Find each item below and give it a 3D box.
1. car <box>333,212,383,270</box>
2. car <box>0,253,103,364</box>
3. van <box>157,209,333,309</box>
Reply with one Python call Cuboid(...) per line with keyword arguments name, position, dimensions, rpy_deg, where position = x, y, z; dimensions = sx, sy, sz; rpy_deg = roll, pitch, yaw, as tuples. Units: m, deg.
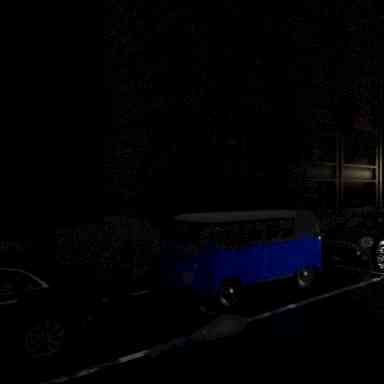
Cuboid(name="car", position=(5.796, 1.395, 10.778), dimensions=(4.097, 1.590, 1.967), rpy_deg=(0, 0, -35))
Cuboid(name="car", position=(-3.384, 1.552, 4.236), dimensions=(4.403, 1.369, 2.008), rpy_deg=(0, 0, -35))
Cuboid(name="van", position=(1.205, 1.319, 7.507), dimensions=(3.998, 1.788, 1.690), rpy_deg=(0, 0, -35))
